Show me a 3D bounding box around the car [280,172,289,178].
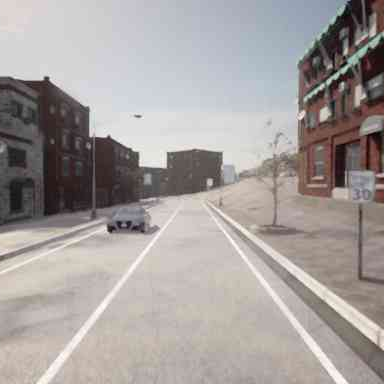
[{"bbox_3d":[23.119,-4.007,77.760,2.185,1.767,4.553,0,1,-5],"label":"car"}]

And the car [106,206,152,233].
[{"bbox_3d":[-3.454,1.500,18.896,1.994,1.385,4.181,0,0,0],"label":"car"}]

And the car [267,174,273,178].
[{"bbox_3d":[22.328,-4.077,88.804,2.002,1.452,4.674,0,1,-2],"label":"car"}]

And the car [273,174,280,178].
[{"bbox_3d":[22.665,-3.999,83.267,2.097,1.535,5.008,0,1,-3],"label":"car"}]

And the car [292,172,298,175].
[{"bbox_3d":[23.724,-3.730,72.068,2.163,1.488,4.792,0,1,-6],"label":"car"}]
